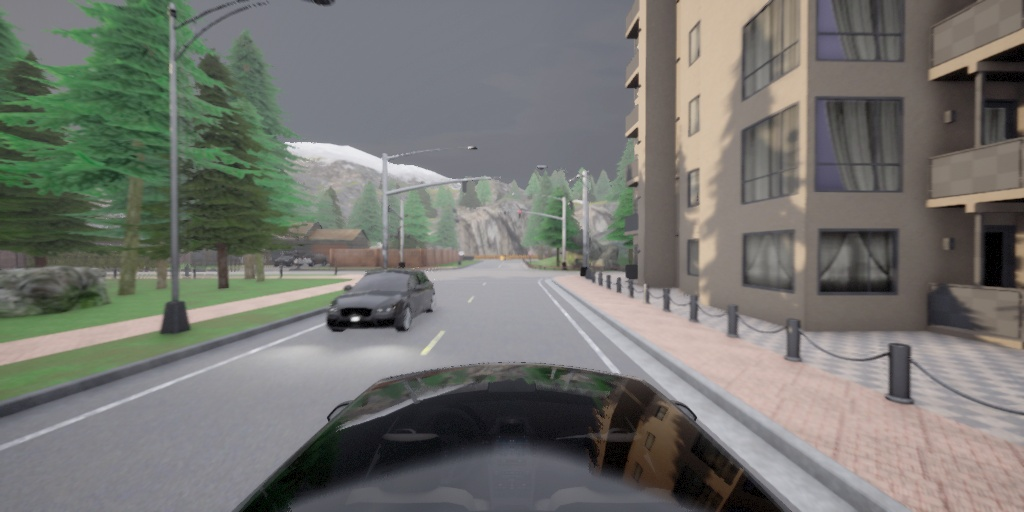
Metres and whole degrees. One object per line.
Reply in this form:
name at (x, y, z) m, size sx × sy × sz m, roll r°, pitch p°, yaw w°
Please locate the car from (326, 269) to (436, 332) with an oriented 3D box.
car at (-3.510, 1.159, 10.502) m, size 1.837 × 1.490 × 4.892 m, roll 0°, pitch 0°, yaw 0°
